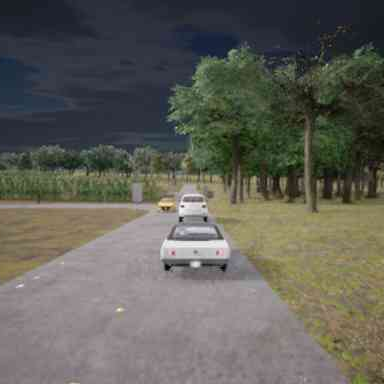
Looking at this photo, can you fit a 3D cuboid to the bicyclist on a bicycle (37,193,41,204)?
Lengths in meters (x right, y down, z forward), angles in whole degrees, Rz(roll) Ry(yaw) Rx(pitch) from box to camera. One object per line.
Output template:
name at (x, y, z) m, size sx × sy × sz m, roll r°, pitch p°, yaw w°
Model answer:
bicyclist on a bicycle at (-23.453, 1.027, 50.960) m, size 0.582 × 1.620 × 1.656 m, roll 0°, pitch 1°, yaw -11°

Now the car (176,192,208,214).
car at (0.098, 1.219, 26.738) m, size 2.150 × 2.045 × 5.566 m, roll 0°, pitch 0°, yaw 0°

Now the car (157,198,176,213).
car at (-2.753, 1.455, 37.343) m, size 1.882 × 1.535 × 5.008 m, roll 0°, pitch 0°, yaw 0°

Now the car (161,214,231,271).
car at (0.099, 1.620, 10.982) m, size 1.895 × 1.301 × 4.718 m, roll 0°, pitch 0°, yaw 0°
